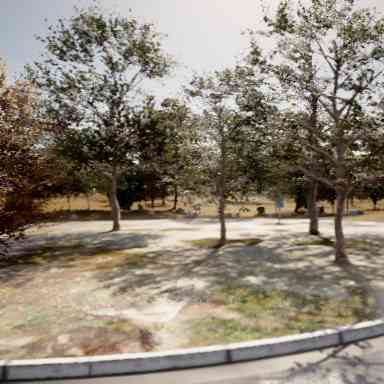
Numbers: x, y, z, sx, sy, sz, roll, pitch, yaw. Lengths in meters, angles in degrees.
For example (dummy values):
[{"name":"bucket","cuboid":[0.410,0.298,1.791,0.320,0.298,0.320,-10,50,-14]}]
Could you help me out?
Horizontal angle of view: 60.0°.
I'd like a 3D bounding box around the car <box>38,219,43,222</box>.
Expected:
[{"name":"car","cuboid":[-18.173,2.902,35.521,4.181,1.385,1.994,0,-2,-32]}]
